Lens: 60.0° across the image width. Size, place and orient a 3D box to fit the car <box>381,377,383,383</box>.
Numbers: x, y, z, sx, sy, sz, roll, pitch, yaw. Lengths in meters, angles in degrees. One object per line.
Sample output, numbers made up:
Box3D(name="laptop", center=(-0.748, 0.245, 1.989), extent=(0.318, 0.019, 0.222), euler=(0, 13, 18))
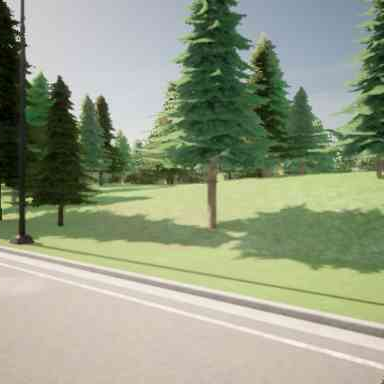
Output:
Box3D(name="car", center=(3.437, 1.363, 1.543), extent=(4.553, 1.767, 2.097), euler=(0, 0, 35))
